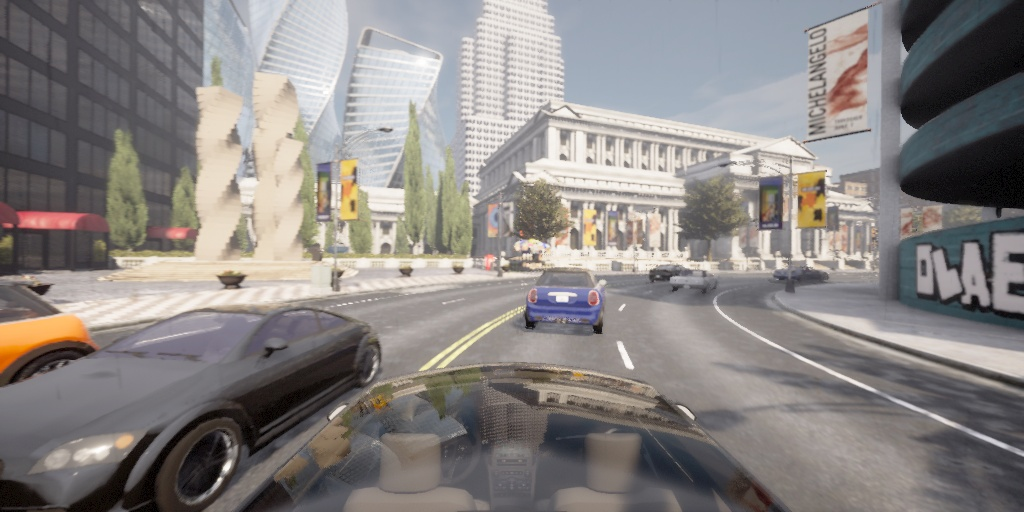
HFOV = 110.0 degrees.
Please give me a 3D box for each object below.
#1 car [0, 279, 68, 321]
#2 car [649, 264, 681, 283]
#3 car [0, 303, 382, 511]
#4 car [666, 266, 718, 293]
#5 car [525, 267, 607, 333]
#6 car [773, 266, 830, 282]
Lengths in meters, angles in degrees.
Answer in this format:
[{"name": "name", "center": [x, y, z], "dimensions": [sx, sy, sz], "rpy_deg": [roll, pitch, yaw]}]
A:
[{"name": "car", "center": [-6.749, 1.034, 2.907], "dimensions": [2.097, 1.767, 4.553], "rpy_deg": [1, 0, 4]}, {"name": "car", "center": [12.763, 1.397, 28.553], "dimensions": [5.008, 1.535, 1.882], "rpy_deg": [1, 0, -43]}, {"name": "car", "center": [-3.230, 1.284, 4.144], "dimensions": [1.994, 1.385, 4.181], "rpy_deg": [1, 0, 6]}, {"name": "car", "center": [11.445, 1.498, 22.331], "dimensions": [1.895, 1.301, 4.718], "rpy_deg": [0, 0, 39]}, {"name": "car", "center": [1.847, 1.134, 11.304], "dimensions": [2.097, 1.767, 4.553], "rpy_deg": [1, 0, 15]}, {"name": "car", "center": [26.436, 1.614, 32.798], "dimensions": [5.357, 1.411, 2.033], "rpy_deg": [1, 0, -21]}]
